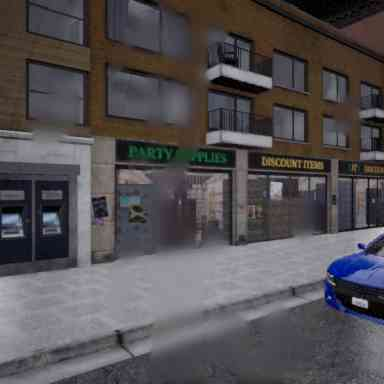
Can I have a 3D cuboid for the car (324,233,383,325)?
[{"bbox_3d":[4.696,1.478,6.709,5.008,1.535,1.882,0,0,-35],"label":"car"}]
